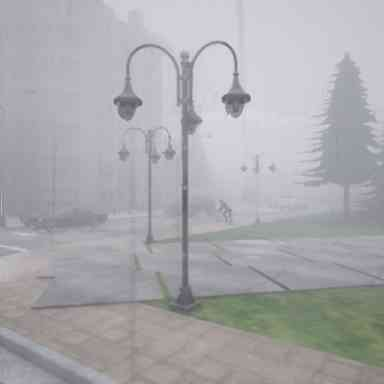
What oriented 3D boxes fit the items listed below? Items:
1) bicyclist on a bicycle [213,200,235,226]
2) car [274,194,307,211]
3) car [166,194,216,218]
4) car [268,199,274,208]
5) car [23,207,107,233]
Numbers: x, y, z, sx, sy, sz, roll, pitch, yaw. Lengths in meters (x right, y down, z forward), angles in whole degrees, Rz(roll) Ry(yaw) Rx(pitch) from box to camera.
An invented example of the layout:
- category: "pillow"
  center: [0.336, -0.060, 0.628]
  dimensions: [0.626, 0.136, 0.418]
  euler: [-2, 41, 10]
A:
- category: "bicyclist on a bicycle"
  center: [1.966, 1.307, 20.630]
  dimensions: [1.656, 1.620, 0.582]
  euler: [-1, 0, 36]
- category: "car"
  center: [12.673, 1.232, 41.727]
  dimensions: [2.150, 2.045, 5.566]
  euler: [0, 0, 36]
- category: "car"
  center: [0.031, 1.235, 30.680]
  dimensions: [2.150, 2.045, 5.566]
  euler: [0, 1, 36]
- category: "car"
  center: [12.483, 1.514, 47.617]
  dimensions: [2.128, 1.511, 4.902]
  euler: [0, 0, 36]
- category: "car"
  center: [-7.581, 1.623, 20.235]
  dimensions: [1.895, 1.301, 4.718]
  euler: [0, 0, 36]
